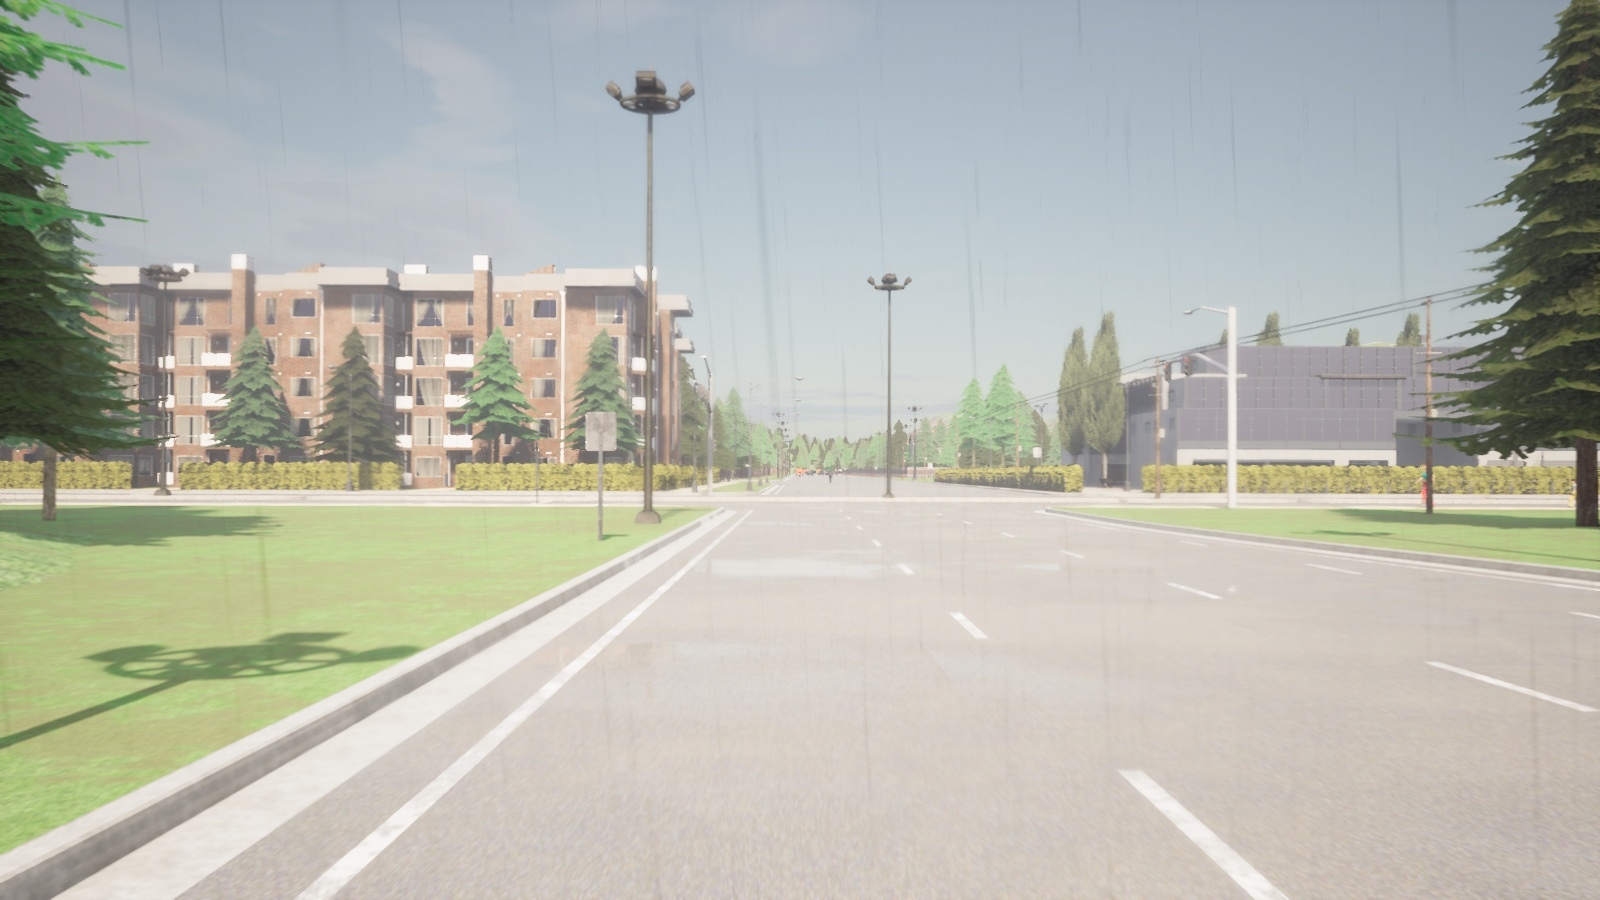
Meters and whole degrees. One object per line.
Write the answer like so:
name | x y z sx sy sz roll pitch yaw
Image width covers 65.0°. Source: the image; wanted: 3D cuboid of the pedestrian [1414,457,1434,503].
pedestrian | 25.119 1.199 50.571 0.594 1.836 0.345 0 -1 1
